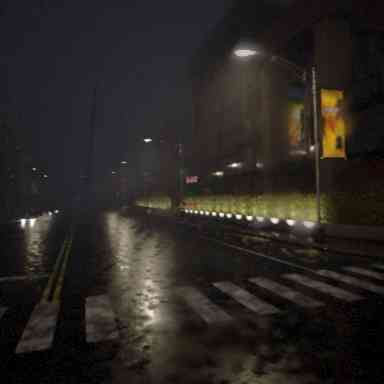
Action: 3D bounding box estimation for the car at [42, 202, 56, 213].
[{"bbox_3d":[-26.457,3.093,60.843,1.812,1.442,4.674,-1,-1,-18],"label":"car"}]

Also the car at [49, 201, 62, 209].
[{"bbox_3d":[-31.466,3.334,75.940,1.895,1.301,4.718,-1,-1,-18],"label":"car"}]

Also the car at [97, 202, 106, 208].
[{"bbox_3d":[-21.921,3.066,80.502,2.033,1.411,5.357,-1,-1,-18],"label":"car"}]

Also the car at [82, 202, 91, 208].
[{"bbox_3d":[-25.241,3.133,79.394,1.812,1.442,4.674,-1,-1,-18],"label":"car"}]

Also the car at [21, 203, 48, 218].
[{"bbox_3d":[-21.520,2.707,44.952,2.128,1.511,4.902,-1,-1,-11],"label":"car"}]
